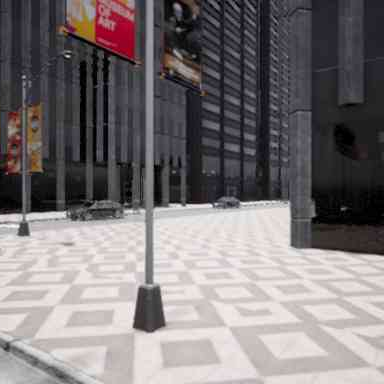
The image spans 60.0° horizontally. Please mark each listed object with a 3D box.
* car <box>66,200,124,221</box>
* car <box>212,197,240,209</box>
[{"bbox_3d":[-7.596,1.419,26.364,1.837,1.490,4.892,0,0,35],"label":"car"},{"bbox_3d":[4.462,1.406,43.266,2.128,1.511,4.902,0,0,36],"label":"car"}]
